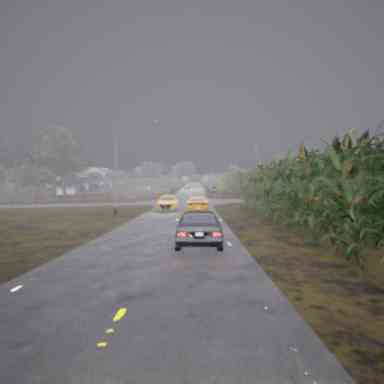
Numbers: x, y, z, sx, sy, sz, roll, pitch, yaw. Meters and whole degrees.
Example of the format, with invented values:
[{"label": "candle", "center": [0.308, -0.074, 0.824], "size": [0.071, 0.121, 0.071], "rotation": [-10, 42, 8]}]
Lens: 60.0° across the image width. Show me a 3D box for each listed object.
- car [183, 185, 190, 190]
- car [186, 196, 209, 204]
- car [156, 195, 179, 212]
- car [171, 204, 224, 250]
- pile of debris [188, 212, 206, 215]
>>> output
[{"label": "car", "center": [-1.421, -1.315, 94.074], "size": [1.882, 1.535, 5.008], "rotation": [0, 3, 1]}, {"label": "car", "center": [0.496, 1.121, 29.277], "size": [1.882, 1.535, 5.008], "rotation": [0, 1, 1]}, {"label": "car", "center": [-2.334, 1.043, 32.646], "size": [1.882, 1.535, 5.008], "rotation": [0, 1, 1]}, {"label": "car", "center": [0.281, 1.454, 13.769], "size": [2.033, 1.411, 5.357], "rotation": [0, 1, 1]}, {"label": "pile of debris", "center": [0.396, 1.831, 28.748], "size": [1.500, 0.140, 1.860], "rotation": [0, 1, 1]}]
